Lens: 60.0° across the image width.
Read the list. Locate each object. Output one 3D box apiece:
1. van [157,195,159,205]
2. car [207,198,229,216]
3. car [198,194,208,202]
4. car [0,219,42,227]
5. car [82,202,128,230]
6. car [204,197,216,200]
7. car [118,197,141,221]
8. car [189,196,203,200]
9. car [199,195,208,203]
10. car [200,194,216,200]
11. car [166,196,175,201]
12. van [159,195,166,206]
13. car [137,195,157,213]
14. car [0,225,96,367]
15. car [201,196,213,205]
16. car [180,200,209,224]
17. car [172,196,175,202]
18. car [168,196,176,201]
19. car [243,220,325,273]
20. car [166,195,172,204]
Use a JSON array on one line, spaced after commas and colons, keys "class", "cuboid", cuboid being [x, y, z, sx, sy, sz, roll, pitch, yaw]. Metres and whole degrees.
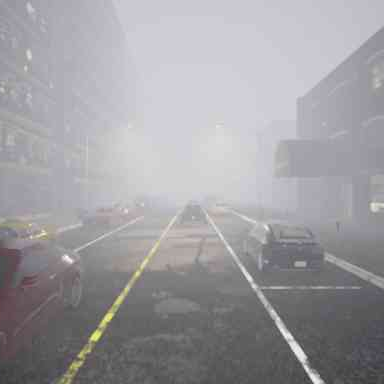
[{"class": "van", "cuboid": [-5.694, 1.406, 43.680, 1.690, 1.788, 3.998, 0, 0, 0]}, {"class": "car", "cuboid": [2.688, 1.569, 32.771, 1.752, 1.417, 4.829, 0, 0, 0]}, {"class": "car", "cuboid": [2.682, 1.481, 82.457, 2.192, 1.841, 5.009, 0, 0, 0]}, {"class": "car", "cuboid": [-5.689, 1.537, 10.273, 1.752, 1.417, 4.829, 0, 0, 0]}, {"class": "car", "cuboid": [-5.691, 1.571, 21.522, 1.887, 1.381, 4.507, 0, 0, 0]}, {"class": "car", "cuboid": [2.687, 1.604, 38.140, 2.008, 1.369, 4.403, 0, 0, 0]}, {"class": "car", "cuboid": [-5.691, 1.475, 27.060, 1.967, 1.590, 4.097, 0, 0, 0]}, {"class": "car", "cuboid": [0.096, 1.634, 46.708, 1.994, 1.385, 4.181, 0, 0, 0]}, {"class": "car", "cuboid": [2.683, 1.590, 76.916, 1.967, 1.590, 4.097, 0, 0, 0]}, {"class": "car", "cuboid": [2.687, 1.391, 49.219, 2.192, 1.841, 5.009, 0, 0, 0]}, {"class": "car", "cuboid": [-5.699, 1.734, 87.993, 2.008, 1.369, 4.403, 0, 0, 0]}, {"class": "van", "cuboid": [-5.695, 1.431, 54.757, 1.690, 1.788, 3.998, 0, 0, 0]}, {"class": "car", "cuboid": [-5.693, 1.369, 38.140, 2.192, 1.841, 5.009, 0, 0, 0]}, {"class": "car", "cuboid": [-3.096, 1.532, 5.046, 1.812, 1.442, 4.674, 0, 0, 0]}, {"class": "car", "cuboid": [2.685, 1.544, 60.298, 1.967, 1.590, 4.097, 0, 0, 0]}, {"class": "car", "cuboid": [0.094, 1.556, 24.688, 1.812, 1.442, 4.674, 0, 0, 0]}, {"class": "car", "cuboid": [-5.699, 1.732, 82.455, 1.947, 1.339, 4.313, 0, 0, 0]}, {"class": "car", "cuboid": [-5.700, 1.753, 93.531, 2.008, 1.369, 4.403, 0, 0, 0]}, {"class": "car", "cuboid": [2.691, 1.562, 10.444, 2.008, 1.369, 4.403, 0, 0, 0]}, {"class": "car", "cuboid": [-5.696, 1.434, 65.836, 2.192, 1.841, 5.009, 0, 0, 0]}]
